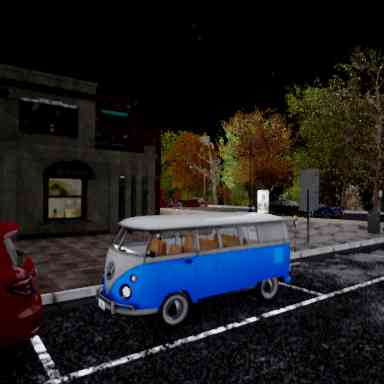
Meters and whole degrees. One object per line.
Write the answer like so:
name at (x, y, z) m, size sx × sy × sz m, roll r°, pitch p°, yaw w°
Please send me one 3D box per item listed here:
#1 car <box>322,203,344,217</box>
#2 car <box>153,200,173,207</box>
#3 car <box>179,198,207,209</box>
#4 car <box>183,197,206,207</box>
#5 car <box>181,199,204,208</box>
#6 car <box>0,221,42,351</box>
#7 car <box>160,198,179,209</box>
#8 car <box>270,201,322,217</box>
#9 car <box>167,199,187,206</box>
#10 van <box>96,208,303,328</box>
car at (12.566, 1.749, 33.276) m, size 1.895 × 1.301 × 4.718 m, roll 1°, pitch -1°, yaw -34°
car at (-5.781, 2.175, 66.331) m, size 1.895 × 1.301 × 4.718 m, roll 1°, pitch -1°, yaw -34°
car at (0.383, 1.897, 51.302) m, size 1.812 × 1.442 × 4.674 m, roll 1°, pitch -1°, yaw -34°
car at (0.445, 1.904, 63.013) m, size 2.097 × 1.767 × 4.553 m, roll 1°, pitch -1°, yaw -34°
car at (0.009, 1.996, 57.834) m, size 1.812 × 1.442 × 4.674 m, roll 1°, pitch -1°, yaw -34°
car at (-4.282, 1.316, 3.491) m, size 5.009 × 1.841 × 2.192 m, roll 0°, pitch 1°, yaw -35°
car at (-3.463, 1.703, 51.209) m, size 2.097 × 1.767 × 4.553 m, roll 1°, pitch -1°, yaw -34°
car at (9.499, 1.607, 32.012) m, size 2.128 × 1.511 × 4.902 m, roll 1°, pitch -1°, yaw -34°
car at (-3.073, 2.140, 68.130) m, size 1.812 × 1.442 × 4.674 m, roll 1°, pitch -1°, yaw -34°
van at (0.226, 1.339, 6.716) m, size 3.998 × 1.788 × 1.690 m, roll 0°, pitch 1°, yaw -35°
